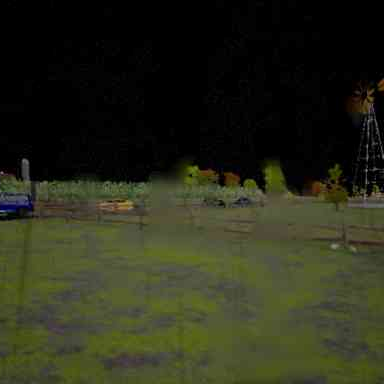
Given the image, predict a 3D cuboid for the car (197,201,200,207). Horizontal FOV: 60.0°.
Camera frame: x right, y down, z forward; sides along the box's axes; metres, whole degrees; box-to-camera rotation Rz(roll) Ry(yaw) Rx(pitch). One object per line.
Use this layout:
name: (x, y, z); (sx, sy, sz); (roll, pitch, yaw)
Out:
car: (2.846, 1.763, 55.997); (1.837, 1.490, 4.892); (-1, -1, 36)

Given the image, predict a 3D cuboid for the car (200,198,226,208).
car: (3.735, 1.767, 52.409); (1.994, 1.385, 4.181); (-1, -1, 36)

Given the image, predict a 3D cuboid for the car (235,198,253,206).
car: (9.409, 1.820, 60.366); (1.812, 1.442, 4.674); (-1, -1, 36)

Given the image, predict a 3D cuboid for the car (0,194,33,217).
car: (-16.756, 1.193, 28.986); (2.150, 2.045, 5.566); (-1, -1, 36)

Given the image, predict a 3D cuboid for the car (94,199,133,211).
car: (-9.256, 1.554, 39.376); (1.882, 1.535, 5.008); (-1, -1, 36)
